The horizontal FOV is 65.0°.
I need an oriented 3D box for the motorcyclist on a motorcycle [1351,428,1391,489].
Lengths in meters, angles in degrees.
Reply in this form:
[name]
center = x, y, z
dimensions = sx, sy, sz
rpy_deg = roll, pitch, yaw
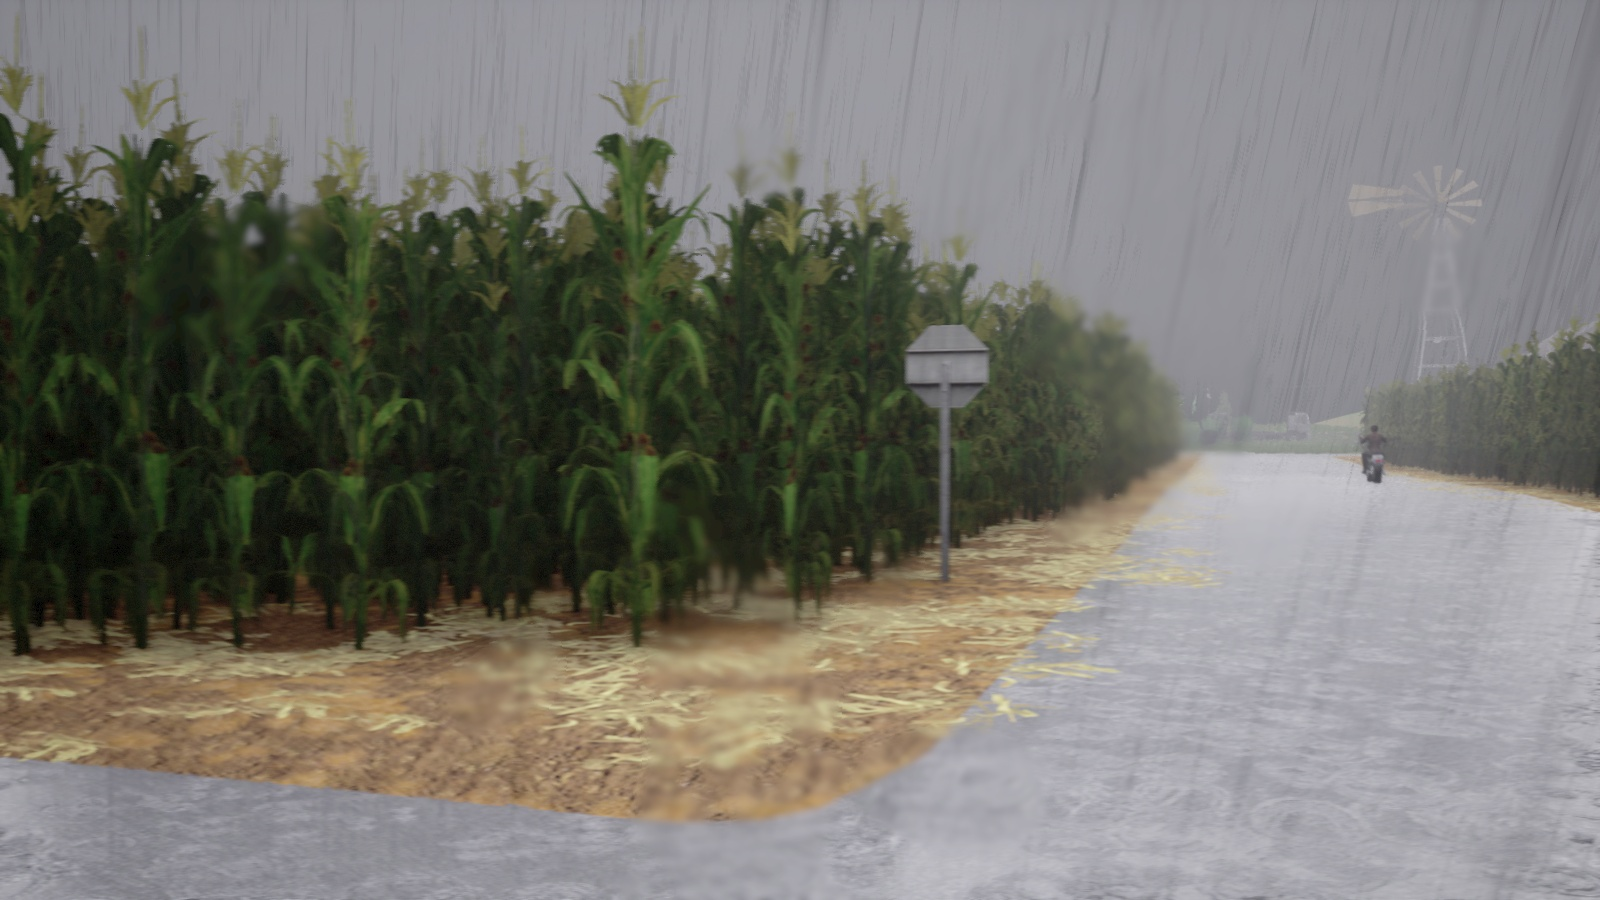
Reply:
[motorcyclist on a motorcycle]
center = 16.039, 0.231, 35.309
dimensions = 0.766, 1.649, 2.350
rpy_deg = 1, 0, 19
